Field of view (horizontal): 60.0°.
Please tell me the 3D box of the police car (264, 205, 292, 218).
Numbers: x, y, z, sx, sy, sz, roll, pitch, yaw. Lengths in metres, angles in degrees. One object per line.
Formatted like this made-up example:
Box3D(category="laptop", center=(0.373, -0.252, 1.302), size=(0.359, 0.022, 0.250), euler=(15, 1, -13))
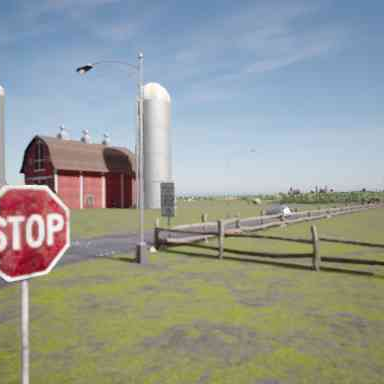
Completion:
Box3D(category="police car", center=(10.381, 2.346, 40.223), size=(2.038, 1.542, 4.974), euler=(-2, -2, 35))
